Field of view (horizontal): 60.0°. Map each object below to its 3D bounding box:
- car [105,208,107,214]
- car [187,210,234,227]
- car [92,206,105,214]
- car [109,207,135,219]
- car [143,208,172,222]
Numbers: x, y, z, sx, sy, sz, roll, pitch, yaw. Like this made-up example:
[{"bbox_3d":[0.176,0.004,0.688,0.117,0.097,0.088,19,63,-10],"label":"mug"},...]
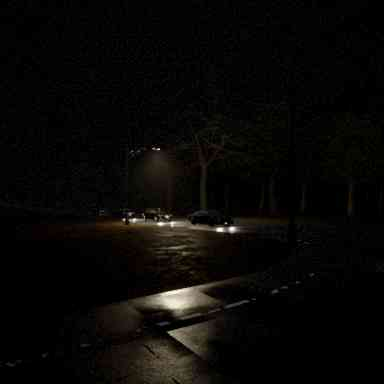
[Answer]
[{"bbox_3d":[-13.169,3.373,58.746,1.994,1.385,4.181,1,-2,-33],"label":"car"},{"bbox_3d":[1.478,2.283,29.645,2.033,1.411,5.357,0,-2,-30],"label":"car"},{"bbox_3d":[-18.663,3.587,67.118,2.128,1.511,4.902,1,-2,-33],"label":"car"},{"bbox_3d":[-9.597,2.898,46.550,2.128,1.511,4.902,1,-2,-33],"label":"car"},{"bbox_3d":[-4.020,2.581,38.010,1.837,1.490,4.892,1,-2,-33],"label":"car"}]
